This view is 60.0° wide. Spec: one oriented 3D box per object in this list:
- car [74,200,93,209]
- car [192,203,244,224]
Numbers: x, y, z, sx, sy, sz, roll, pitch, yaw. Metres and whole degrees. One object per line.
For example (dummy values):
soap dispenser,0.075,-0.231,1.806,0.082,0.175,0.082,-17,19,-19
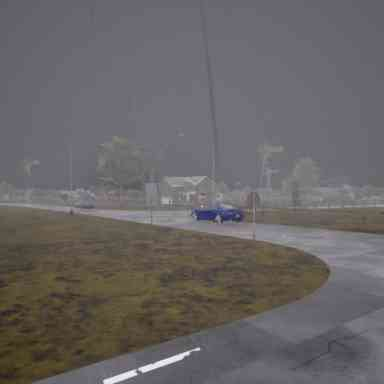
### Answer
car,-17.088,1.973,52.233,1.994,1.385,4.181,-1,0,-35
car,1.880,1.571,25.812,1.882,1.535,5.008,-1,0,-34
